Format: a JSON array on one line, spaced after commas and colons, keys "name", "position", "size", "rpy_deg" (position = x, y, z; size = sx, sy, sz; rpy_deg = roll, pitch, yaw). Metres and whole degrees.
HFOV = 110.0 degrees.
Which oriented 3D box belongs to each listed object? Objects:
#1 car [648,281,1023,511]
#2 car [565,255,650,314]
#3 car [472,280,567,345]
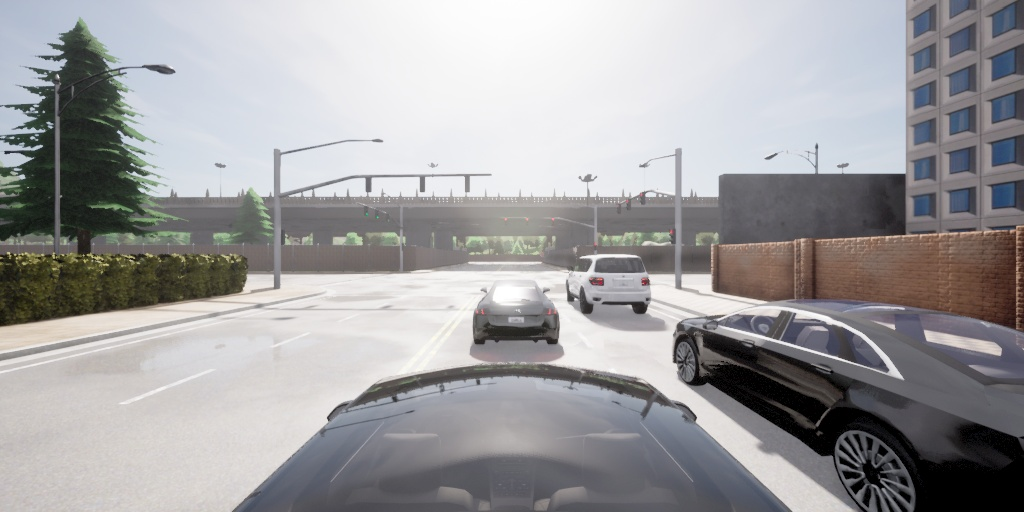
[{"name": "car", "position": [3.593, 1.242, 4.090], "size": [2.128, 1.511, 4.902], "rpy_deg": [0, 0, 0]}, {"name": "car", "position": [3.481, 0.971, 13.895], "size": [2.150, 2.045, 5.566], "rpy_deg": [0, 0, 0]}, {"name": "car", "position": [0.087, 1.314, 9.547], "size": [1.994, 1.385, 4.181], "rpy_deg": [0, 0, 0]}]
